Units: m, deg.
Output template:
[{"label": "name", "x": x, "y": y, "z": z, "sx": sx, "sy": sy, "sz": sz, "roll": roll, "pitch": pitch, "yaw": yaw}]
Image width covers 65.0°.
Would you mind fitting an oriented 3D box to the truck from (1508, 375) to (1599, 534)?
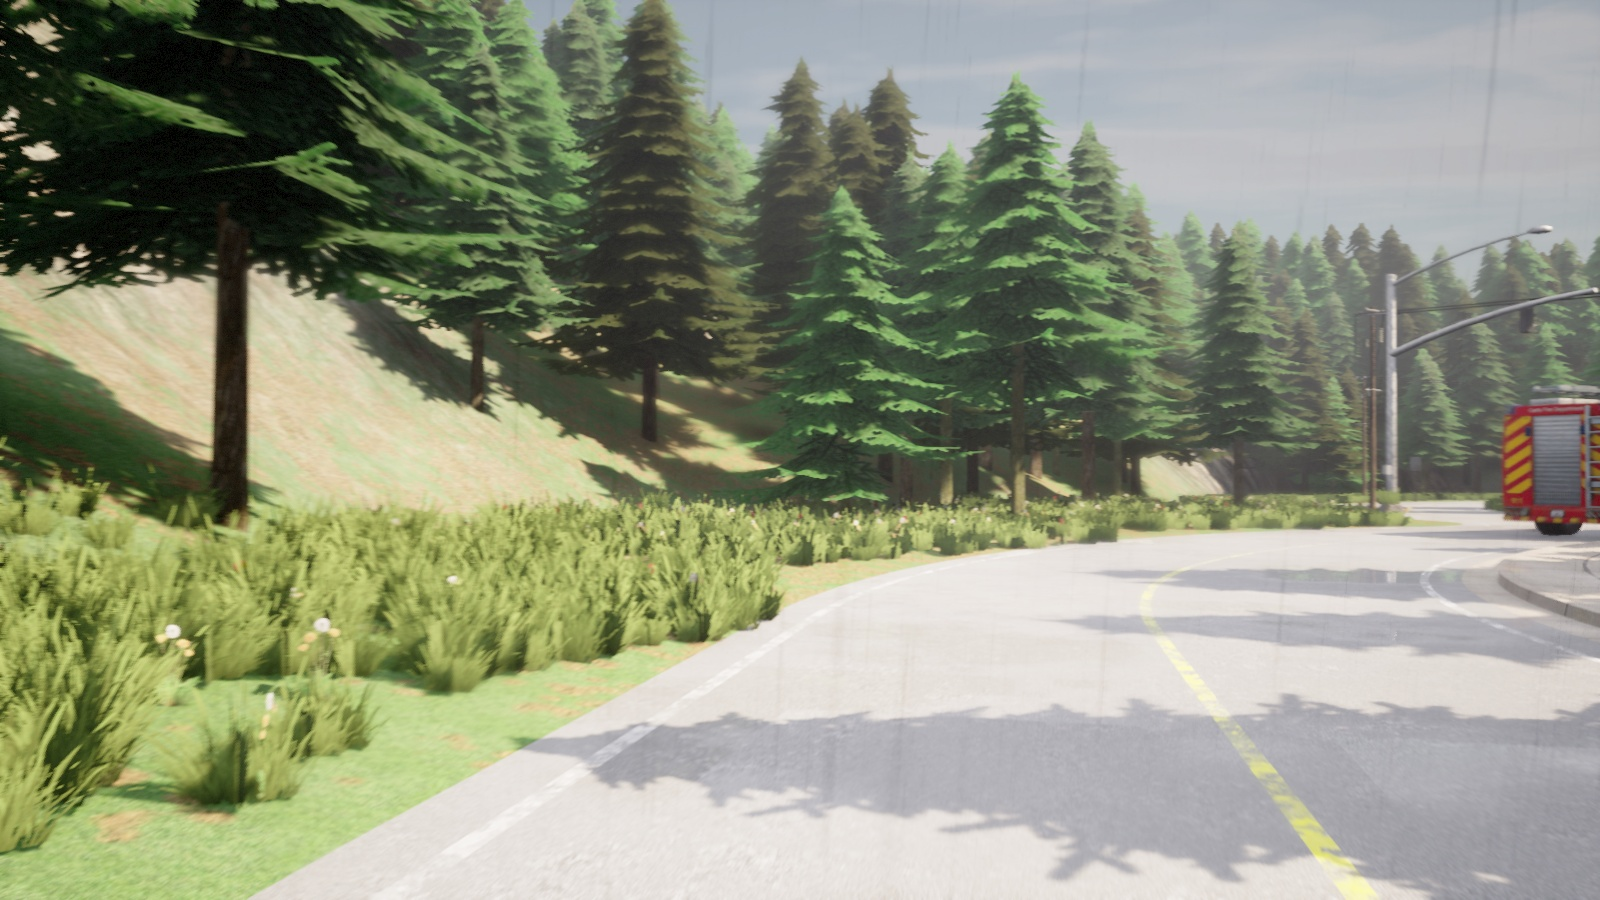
[{"label": "truck", "x": 22.783, "y": 0.148, "z": 33.042, "sx": 8.468, "sy": 3.827, "sz": 2.891, "roll": 0, "pitch": -1, "yaw": -26}]
